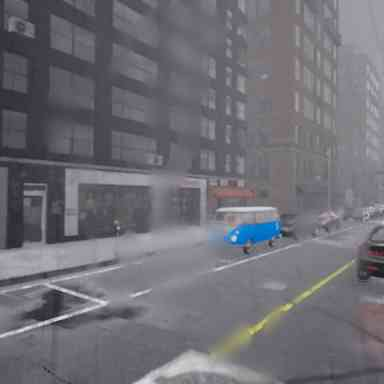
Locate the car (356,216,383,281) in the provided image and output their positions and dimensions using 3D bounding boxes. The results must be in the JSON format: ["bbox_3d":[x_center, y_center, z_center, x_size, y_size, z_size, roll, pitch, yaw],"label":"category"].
[{"bbox_3d":[6.118,1.680,9.639,1.837,1.490,4.892,0,-1,37],"label":"car"}]

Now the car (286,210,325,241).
[{"bbox_3d":[5.667,1.839,18.561,1.947,1.339,4.313,0,-1,37],"label":"car"}]

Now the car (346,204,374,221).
[{"bbox_3d":[15.671,2.095,31.685,1.947,1.339,4.313,0,-1,37],"label":"car"}]

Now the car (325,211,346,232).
[{"bbox_3d":[9.002,1.940,22.936,1.802,1.307,4.206,0,-1,37],"label":"car"}]

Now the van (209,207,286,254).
[{"bbox_3d":[2.334,1.529,14.189,1.690,1.788,3.998,0,-1,37],"label":"van"}]

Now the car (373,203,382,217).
[{"bbox_3d":[19.005,2.197,36.060,1.802,1.307,4.206,0,-1,37],"label":"car"}]

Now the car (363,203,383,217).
[{"bbox_3d":[22.342,2.141,40.436,1.967,1.590,4.097,0,-1,37],"label":"car"}]

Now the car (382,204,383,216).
[{"bbox_3d":[22.121,2.136,35.816,2.128,1.511,4.902,0,-1,38],"label":"car"}]
